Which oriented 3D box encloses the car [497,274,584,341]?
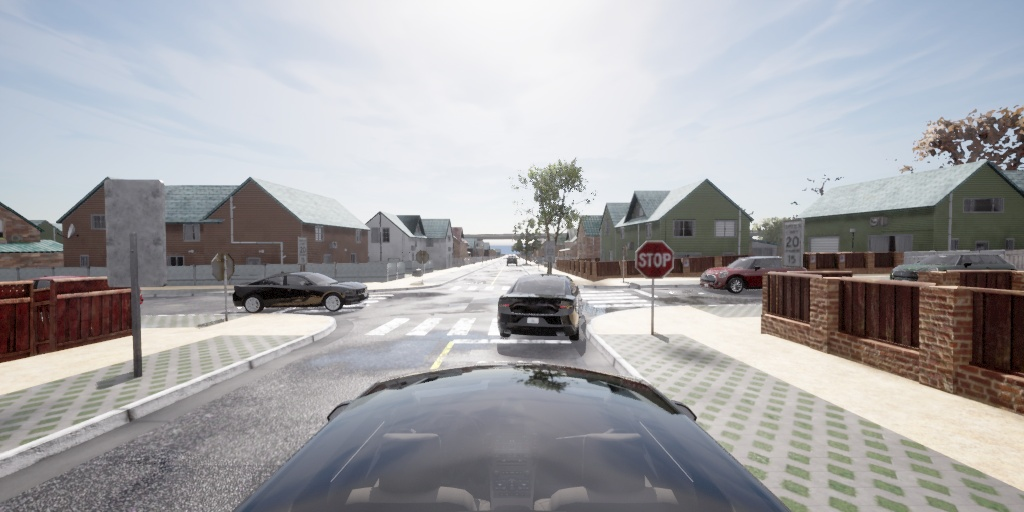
[{"bbox_3d":[0.960,1.225,10.061,1.882,1.535,5.008,0,0,12],"label":"car"}]

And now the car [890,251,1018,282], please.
[{"bbox_3d":[21.705,0.646,17.737,4.553,1.767,2.097,-1,2,0],"label":"car"}]

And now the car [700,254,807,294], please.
[{"bbox_3d":[11.810,0.821,17.668,4.553,1.767,2.097,-1,2,0],"label":"car"}]

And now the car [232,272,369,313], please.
[{"bbox_3d":[-8.465,1.377,14.590,5.008,1.535,1.882,-1,2,0],"label":"car"}]

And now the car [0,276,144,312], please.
[{"bbox_3d":[-18.018,1.547,14.529,5.008,1.535,1.882,-1,2,0],"label":"car"}]
